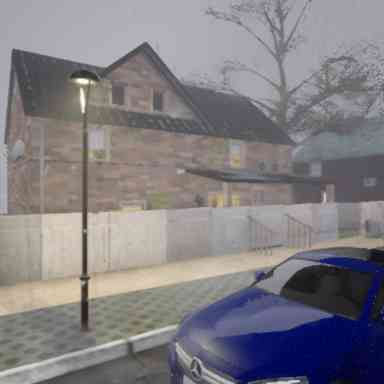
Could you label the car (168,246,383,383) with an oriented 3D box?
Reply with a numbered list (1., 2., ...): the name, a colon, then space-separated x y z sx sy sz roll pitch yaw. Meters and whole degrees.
1. car: 1.925 1.517 4.310 4.674 1.442 1.812 0 0 -35
